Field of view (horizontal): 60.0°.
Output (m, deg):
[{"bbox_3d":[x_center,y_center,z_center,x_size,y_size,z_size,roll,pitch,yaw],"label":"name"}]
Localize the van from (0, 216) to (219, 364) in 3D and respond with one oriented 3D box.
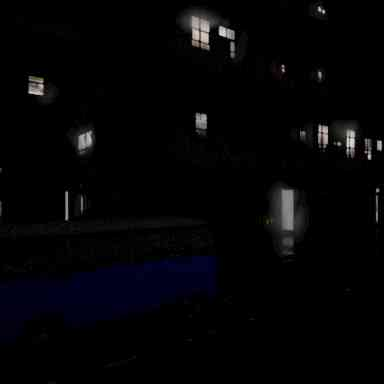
[{"bbox_3d":[-1.416,1.340,5.555,3.998,1.788,1.690,0,0,-35],"label":"van"}]
